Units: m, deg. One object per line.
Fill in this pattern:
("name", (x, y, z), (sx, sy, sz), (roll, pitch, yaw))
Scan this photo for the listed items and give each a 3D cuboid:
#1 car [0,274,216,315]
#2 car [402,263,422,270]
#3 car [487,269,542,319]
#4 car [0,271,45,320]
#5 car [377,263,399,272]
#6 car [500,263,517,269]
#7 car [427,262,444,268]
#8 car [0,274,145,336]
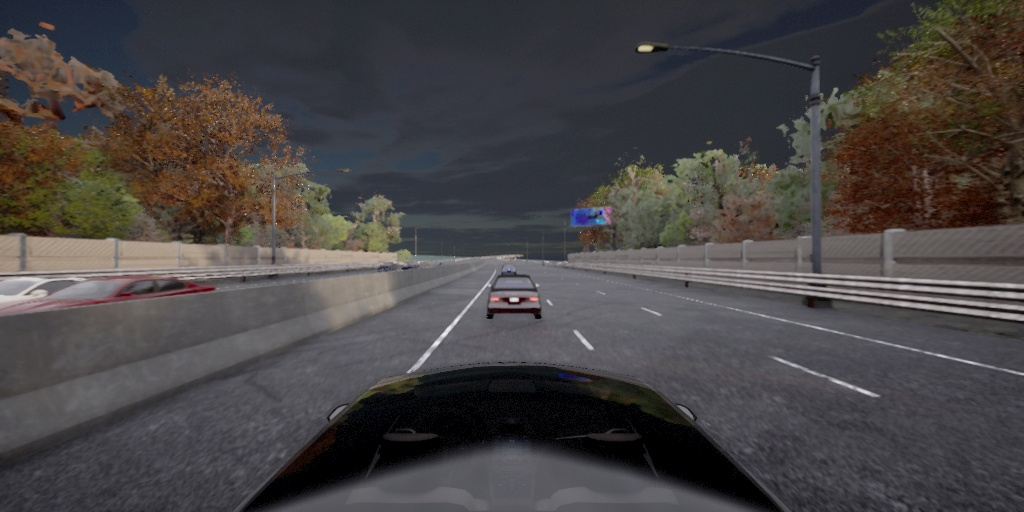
("car", (-10.622, 1.288, 9.674), (1.882, 1.535, 5.008), (0, 0, 0))
("car", (-14.807, 1.722, 53.217), (1.895, 1.301, 4.718), (0, 0, -1))
("car", (0.058, 1.380, 13.277), (2.033, 1.411, 5.357), (0, 0, 0))
("car", (-17.626, 1.295, 10.315), (1.882, 1.535, 5.008), (0, 0, 0))
("car", (-18.299, 1.669, 53.147), (2.033, 1.411, 5.357), (0, 0, -1))
("car", (-0.382, 1.590, 42.880), (2.033, 1.411, 5.357), (0, 0, -1))
("car", (-11.309, 1.624, 53.206), (1.837, 1.490, 4.892), (0, 0, -1))
("car", (-14.128, 1.344, 10.582), (1.812, 1.442, 4.674), (0, 0, 0))
